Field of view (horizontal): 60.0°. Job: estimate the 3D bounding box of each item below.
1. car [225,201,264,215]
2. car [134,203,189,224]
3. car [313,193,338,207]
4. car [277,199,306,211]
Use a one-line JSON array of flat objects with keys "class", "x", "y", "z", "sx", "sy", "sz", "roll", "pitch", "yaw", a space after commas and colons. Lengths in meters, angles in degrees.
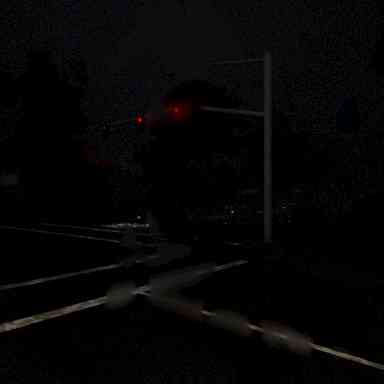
[{"class": "car", "x": 5.321, "y": 1.601, "z": 33.533, "sx": 1.895, "sy": 1.301, "sz": 4.718, "roll": 0, "pitch": 0, "yaw": 41}, {"class": "car", "x": -2.171, "y": 1.525, "z": 24.919, "sx": 1.812, "sy": 1.442, "sz": 4.674, "roll": 0, "pitch": 0, "yaw": 41}, {"class": "car", "x": 20.422, "y": 1.221, "z": 50.837, "sx": 2.150, "sy": 2.045, "sz": 5.566, "roll": 0, "pitch": 0, "yaw": 41}, {"class": "car", "x": 12.524, "y": 1.601, "z": 41.809, "sx": 1.895, "sy": 1.301, "sz": 4.718, "roll": 0, "pitch": 0, "yaw": 41}]
